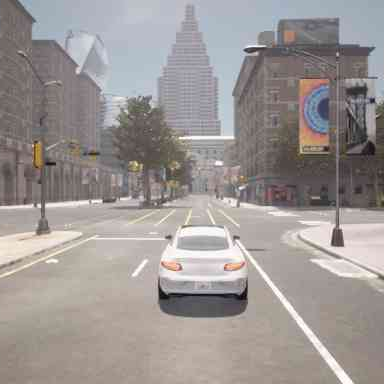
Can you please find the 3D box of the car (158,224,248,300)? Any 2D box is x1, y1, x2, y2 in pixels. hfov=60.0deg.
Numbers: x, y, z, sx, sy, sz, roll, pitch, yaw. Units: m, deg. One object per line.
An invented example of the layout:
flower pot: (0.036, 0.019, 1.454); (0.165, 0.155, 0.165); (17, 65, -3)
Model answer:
car: (0.261, 1.526, 8.285); (1.812, 1.442, 4.674); (0, 0, 2)

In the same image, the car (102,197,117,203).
car: (-16.742, 1.595, 67.350); (1.895, 1.301, 4.718); (0, 0, 1)

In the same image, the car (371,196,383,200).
car: (35.971, 1.481, 67.558); (2.231, 1.521, 4.892); (0, 0, 1)
